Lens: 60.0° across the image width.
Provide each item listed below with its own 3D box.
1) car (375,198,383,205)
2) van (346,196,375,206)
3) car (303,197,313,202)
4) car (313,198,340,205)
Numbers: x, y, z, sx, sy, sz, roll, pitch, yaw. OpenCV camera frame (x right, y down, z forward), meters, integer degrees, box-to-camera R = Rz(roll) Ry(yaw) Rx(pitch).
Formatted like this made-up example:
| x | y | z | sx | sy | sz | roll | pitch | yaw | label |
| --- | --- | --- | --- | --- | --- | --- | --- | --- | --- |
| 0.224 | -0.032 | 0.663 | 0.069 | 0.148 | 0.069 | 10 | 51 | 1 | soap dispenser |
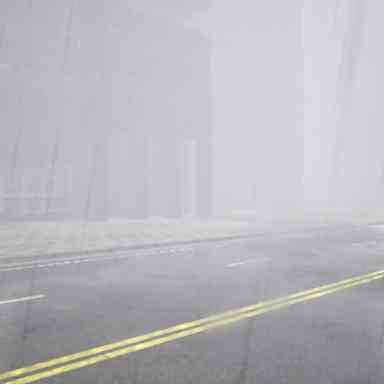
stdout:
| x | y | z | sx | sy | sz | roll | pitch | yaw | label |
| --- | --- | --- | --- | --- | --- | --- | --- | --- | --- |
| 35.806 | 1.762 | 62.616 | 1.947 | 1.339 | 4.313 | 0 | 0 | -35 | car |
| 28.861 | 1.600 | 57.670 | 1.690 | 1.788 | 3.998 | 0 | 0 | -35 | van |
| 25.977 | 1.695 | 76.422 | 1.802 | 1.307 | 4.206 | 0 | 0 | -35 | car |
| 25.585 | 1.814 | 62.273 | 1.802 | 1.307 | 4.206 | 0 | 0 | -35 | car |
